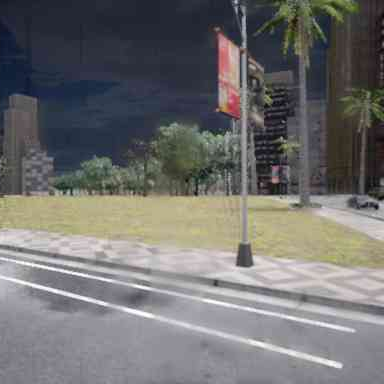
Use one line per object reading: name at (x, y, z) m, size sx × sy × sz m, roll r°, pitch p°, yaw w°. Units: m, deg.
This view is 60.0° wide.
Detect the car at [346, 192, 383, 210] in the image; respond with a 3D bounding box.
car at (16.997, 1.013, 33.312) m, size 1.994 × 1.385 × 4.181 m, roll 0°, pitch 1°, yaw 8°

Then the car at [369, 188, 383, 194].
car at (29.032, 0.359, 51.478) m, size 2.150 × 2.045 × 5.566 m, roll 0°, pitch 1°, yaw 5°
